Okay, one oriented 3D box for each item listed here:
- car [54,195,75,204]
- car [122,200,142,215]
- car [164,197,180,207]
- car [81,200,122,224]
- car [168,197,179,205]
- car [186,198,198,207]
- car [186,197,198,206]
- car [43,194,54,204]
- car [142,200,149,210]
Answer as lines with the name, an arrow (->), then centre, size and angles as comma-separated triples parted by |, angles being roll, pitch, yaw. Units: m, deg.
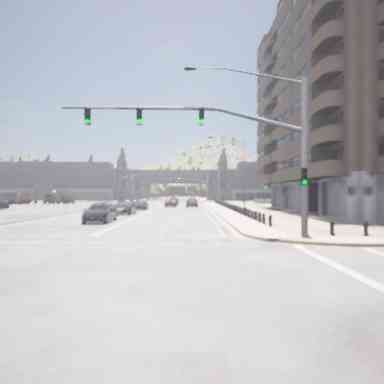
car -> -24.552, 1.343, 64.913 | 1.932, 1.855, 4.605 | 0, 0, 0
car -> -7.088, 1.621, 35.400 | 2.128, 1.511, 4.902 | 0, 0, 0
car -> -3.504, 1.797, 54.591 | 1.895, 1.301, 4.718 | 0, 0, 0
car -> -7.090, 1.605, 25.873 | 1.837, 1.490, 4.892 | 0, 0, 0
car -> -3.504, 1.730, 63.537 | 1.837, 1.490, 4.892 | 0, 0, 0
car -> -0.004, 1.766, 54.560 | 1.994, 1.385, 4.181 | 0, 0, 0
car -> -0.004, 1.778, 63.537 | 2.033, 1.411, 5.357 | 0, 0, 0
car -> -27.446, 1.341, 64.978 | 1.905, 1.878, 3.866 | 0, 0, 0
car -> -7.079, 1.725, 45.393 | 1.994, 1.385, 4.181 | 0, 0, 1
